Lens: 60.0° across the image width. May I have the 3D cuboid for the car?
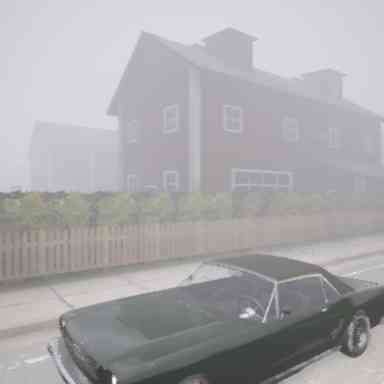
[{"bbox_3d":[0.684,1.624,4.504,4.718,1.301,1.895,0,0,-36],"label":"car"}]
